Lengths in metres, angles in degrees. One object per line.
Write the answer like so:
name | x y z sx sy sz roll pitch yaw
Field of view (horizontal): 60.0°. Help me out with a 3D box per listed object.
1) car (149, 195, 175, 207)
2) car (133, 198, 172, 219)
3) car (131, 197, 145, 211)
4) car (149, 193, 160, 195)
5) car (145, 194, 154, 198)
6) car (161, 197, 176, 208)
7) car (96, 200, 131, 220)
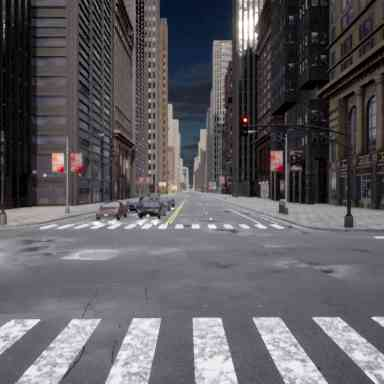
car | -3.428 1.465 39.200 2.128 1.511 4.902 0 0 0
car | -3.384 1.530 29.460 2.033 1.411 5.357 0 0 4
car | -6.677 1.576 37.132 1.895 1.301 4.718 0 0 0
car | -6.683 1.170 57.821 2.150 2.045 5.566 0 0 1
car | -6.698 1.470 47.372 1.837 1.490 4.892 0 0 0
car | -3.457 1.509 49.751 2.033 1.411 5.357 0 0 0
car | -6.656 1.510 28.024 1.812 1.442 4.674 0 0 0
